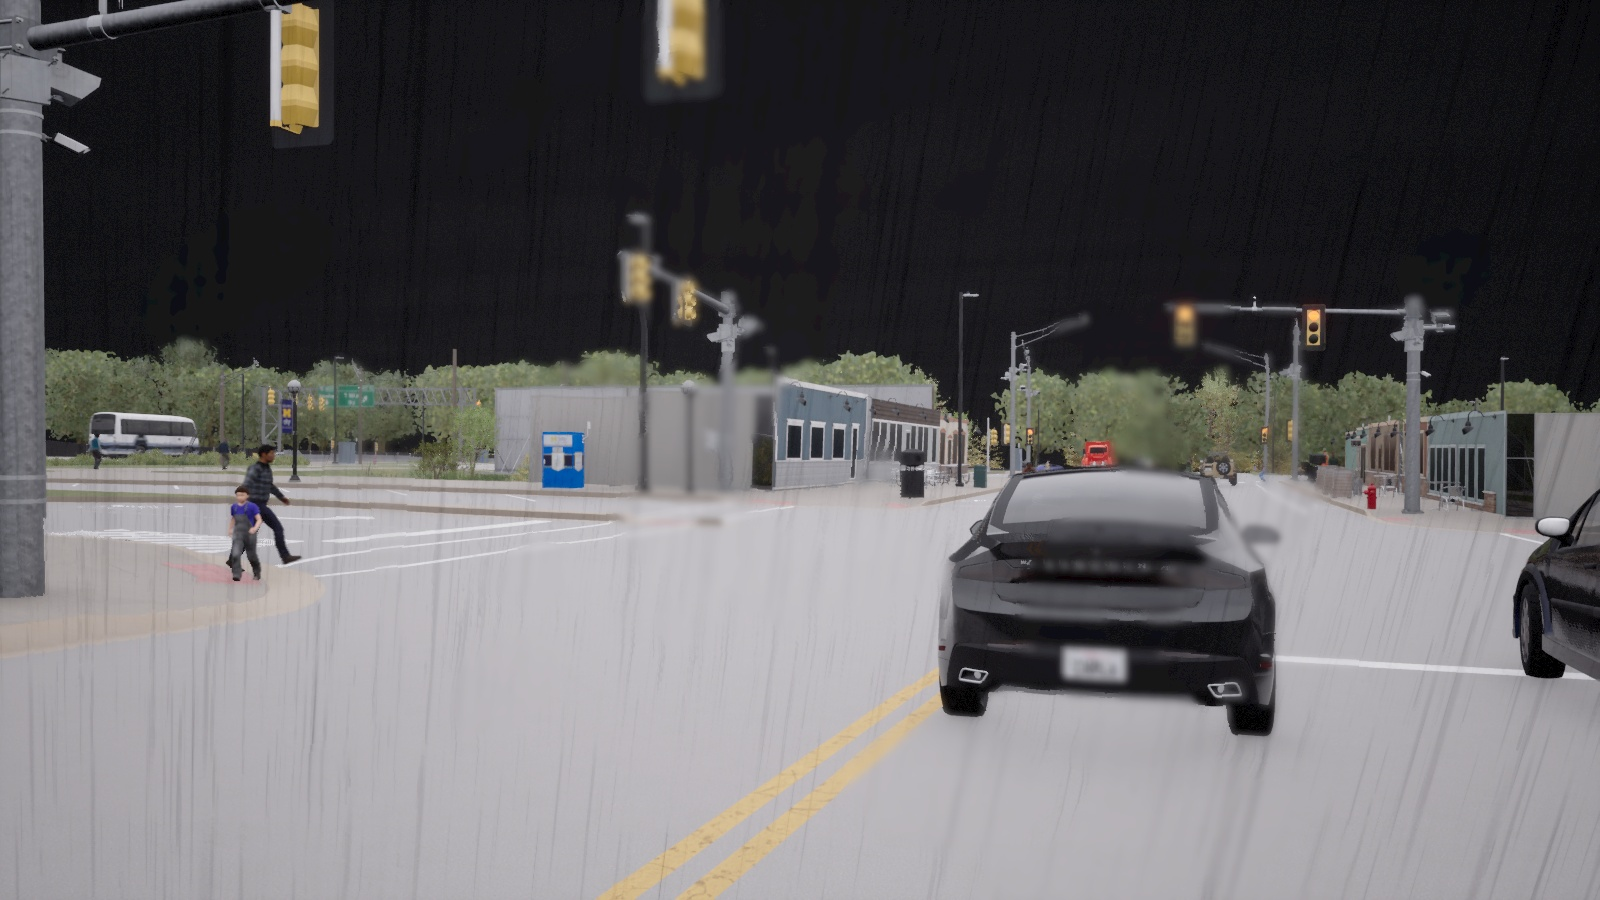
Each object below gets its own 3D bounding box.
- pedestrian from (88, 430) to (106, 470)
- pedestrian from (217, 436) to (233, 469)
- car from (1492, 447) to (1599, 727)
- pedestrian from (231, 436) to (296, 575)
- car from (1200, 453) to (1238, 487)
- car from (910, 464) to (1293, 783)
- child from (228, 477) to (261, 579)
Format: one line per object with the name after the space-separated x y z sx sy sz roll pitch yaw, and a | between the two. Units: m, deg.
-34.796 -0.004 62.137 0.396 1.930 0.692 1 1 17 | pedestrian
-32.140 0.140 70.221 0.402 1.842 0.726 1 1 20 | pedestrian
5.806 0.822 7.885 1.851 1.617 3.988 1 -1 18 | car
-7.670 0.781 17.982 0.788 1.949 0.423 0 1 -13 | pedestrian
23.680 1.096 71.104 1.932 1.855 4.605 1 0 17 | car
2.155 0.886 8.577 1.837 1.490 4.892 1 -1 17 | car
-7.055 0.981 15.955 0.270 1.263 0.437 0 1 -7 | child
